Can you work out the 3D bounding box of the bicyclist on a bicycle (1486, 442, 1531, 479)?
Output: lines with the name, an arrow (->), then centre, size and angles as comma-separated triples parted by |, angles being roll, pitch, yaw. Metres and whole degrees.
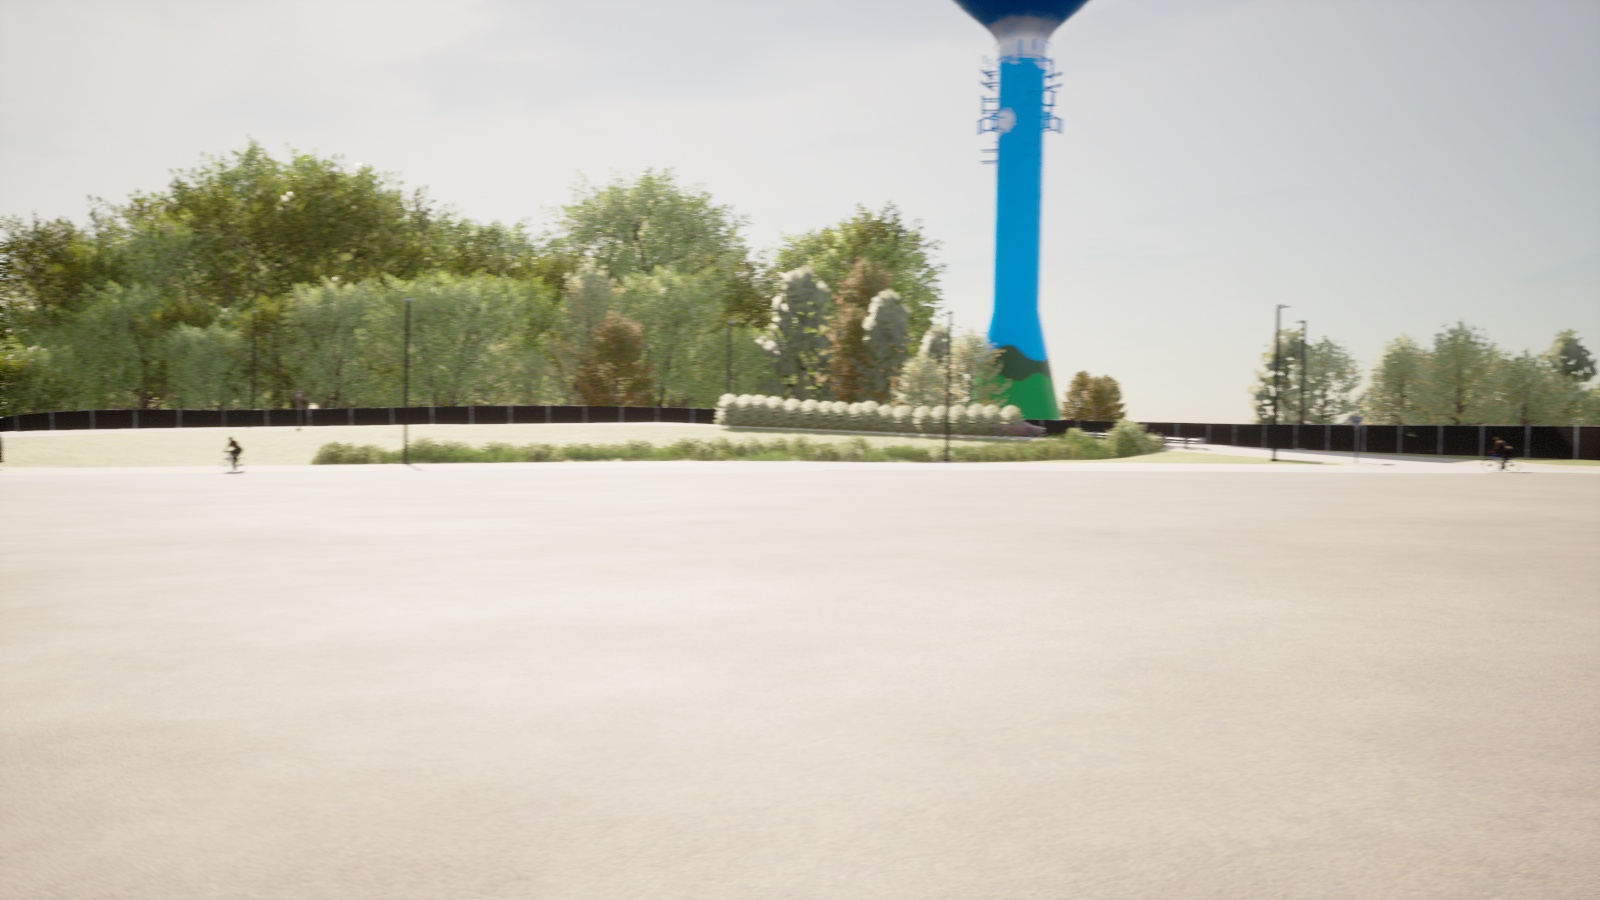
bicyclist on a bicycle -> 31.921, 0.478, 56.601 | 0.582, 1.620, 1.656 | -1, 0, -36
